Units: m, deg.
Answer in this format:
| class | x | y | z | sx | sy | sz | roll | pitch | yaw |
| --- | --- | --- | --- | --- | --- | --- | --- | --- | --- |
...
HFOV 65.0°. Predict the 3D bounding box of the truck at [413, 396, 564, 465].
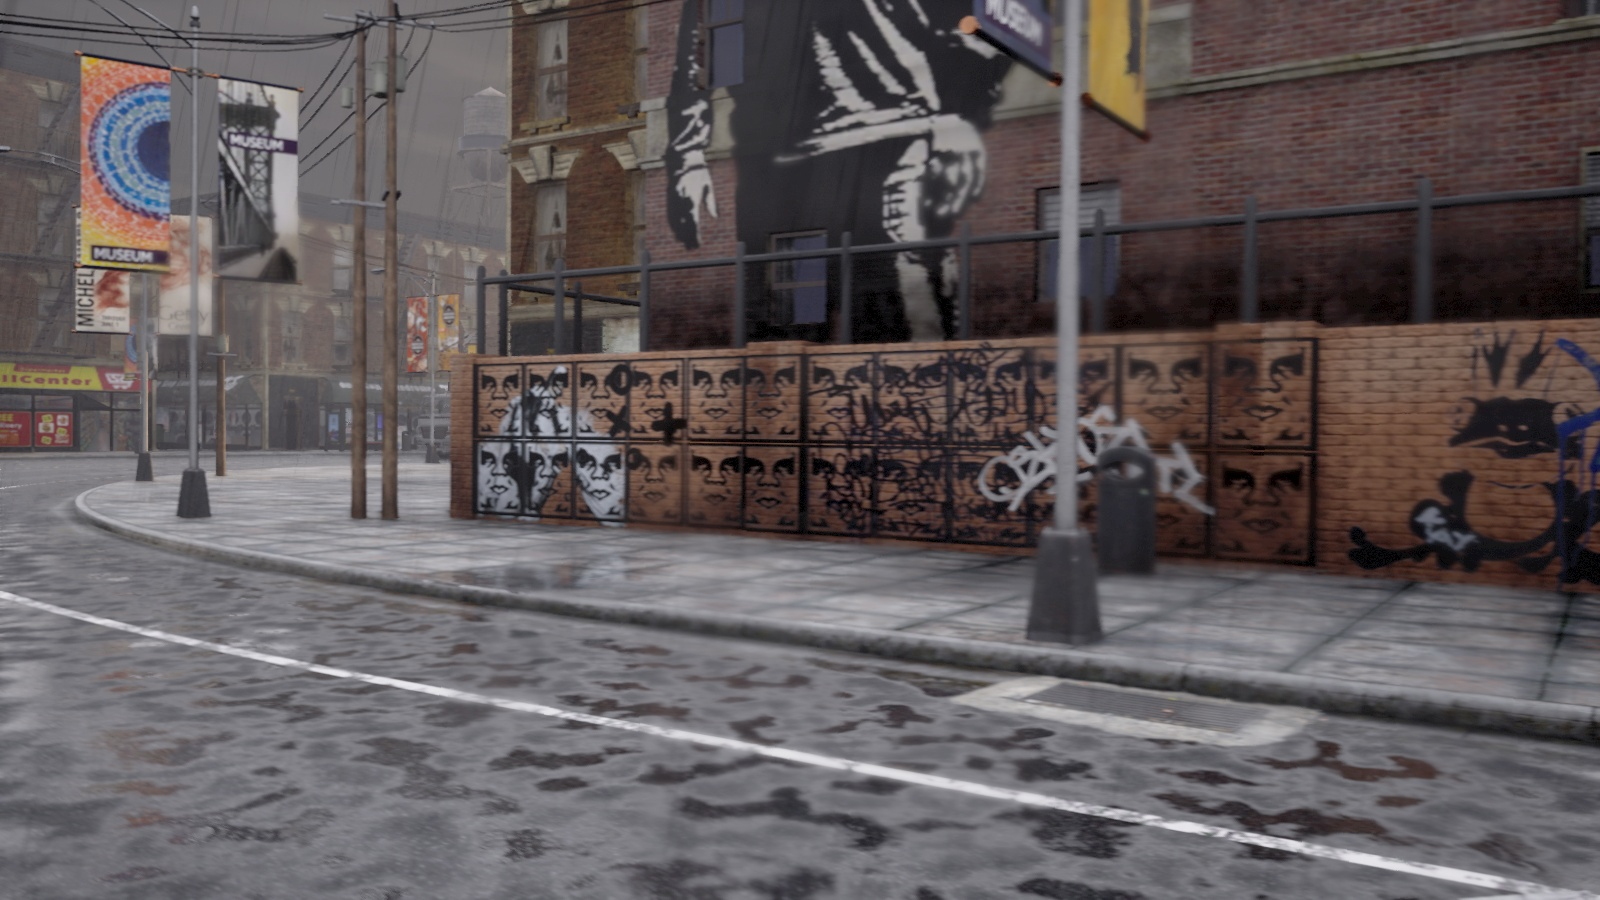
| class | x | y | z | sx | sy | sz | roll | pitch | yaw |
| --- | --- | --- | --- | --- | --- | --- | --- | --- | --- |
| truck | -16.602 | -1.046 | 67.499 | 2.891 | 3.462 | 7.936 | 0 | 1 | 34 |
